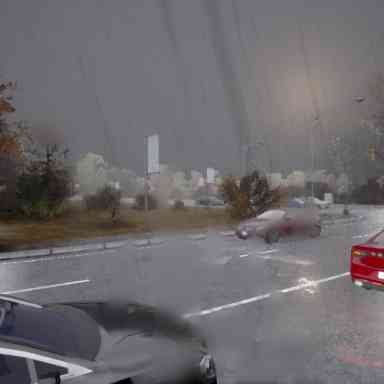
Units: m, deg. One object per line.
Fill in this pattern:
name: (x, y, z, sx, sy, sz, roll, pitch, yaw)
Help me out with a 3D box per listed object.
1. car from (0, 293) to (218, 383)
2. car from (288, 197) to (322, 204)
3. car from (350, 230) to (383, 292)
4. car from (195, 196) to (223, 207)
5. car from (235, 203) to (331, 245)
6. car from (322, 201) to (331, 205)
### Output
car: (-1.990, 1.492, 2.310, 4.902, 1.511, 2.128, 0, 0, -35)
car: (11.132, 1.334, 37.020, 2.033, 1.411, 5.357, -1, 0, -39)
car: (5.726, 1.445, 7.825, 5.008, 1.535, 1.882, 0, 0, -35)
car: (2.452, 1.297, 47.844, 1.837, 1.490, 4.892, -1, 1, -39)
car: (4.140, 1.470, 15.470, 4.674, 1.442, 1.812, -1, 0, -35)
car: (13.918, 1.282, 39.172, 1.812, 1.442, 4.674, -1, 0, -39)
